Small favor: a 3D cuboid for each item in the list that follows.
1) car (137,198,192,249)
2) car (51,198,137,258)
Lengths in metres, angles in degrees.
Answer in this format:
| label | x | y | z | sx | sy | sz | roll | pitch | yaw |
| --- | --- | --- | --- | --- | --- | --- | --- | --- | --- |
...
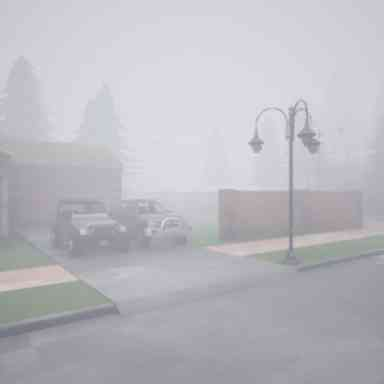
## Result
| label | x | y | z | sx | sy | sz | roll | pitch | yaw |
| --- | --- | --- | --- | --- | --- | --- | --- | --- | --- |
| car | -2.009 | 1.185 | 13.908 | 1.932 | 1.855 | 4.605 | 0 | 0 | -36 |
| car | -3.825 | 1.182 | 12.126 | 1.905 | 1.878 | 3.866 | 0 | 0 | -36 |
